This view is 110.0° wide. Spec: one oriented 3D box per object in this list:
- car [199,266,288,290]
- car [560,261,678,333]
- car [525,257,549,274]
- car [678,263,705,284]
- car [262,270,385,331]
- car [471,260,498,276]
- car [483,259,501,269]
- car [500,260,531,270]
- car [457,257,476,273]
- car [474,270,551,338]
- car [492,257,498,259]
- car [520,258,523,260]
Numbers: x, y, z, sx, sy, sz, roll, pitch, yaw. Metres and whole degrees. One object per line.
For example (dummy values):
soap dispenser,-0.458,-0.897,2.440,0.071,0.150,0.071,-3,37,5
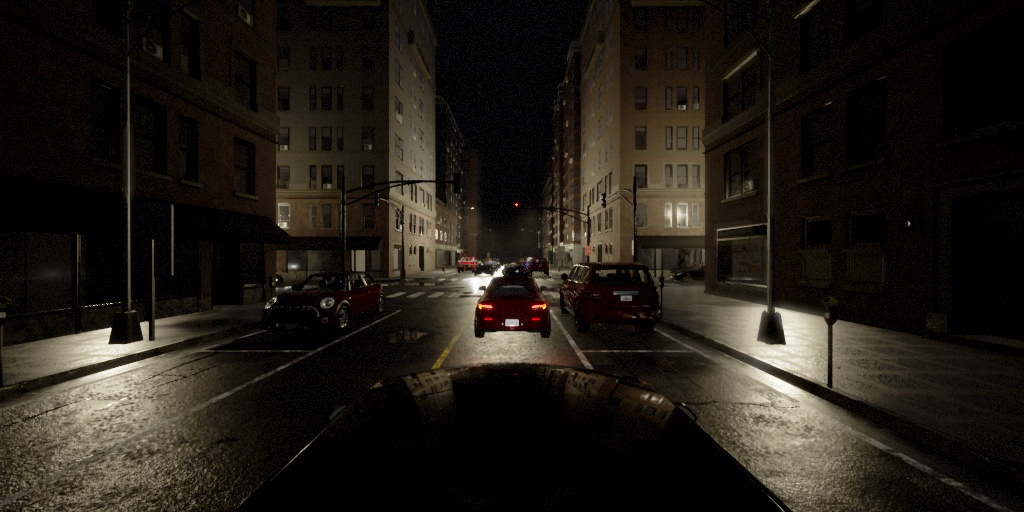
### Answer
car,-17.068,1.362,22.958,4.181,1.385,1.994,0,0,0
car,2.656,1.064,10.696,2.192,1.841,5.009,0,0,0
car,2.781,1.063,37.752,2.192,1.841,5.009,0,0,0
car,13.773,1.234,25.765,4.674,1.442,1.812,0,0,0
car,-5.369,1.189,10.714,1.967,1.591,4.097,0,0,0
car,-2.769,1.349,36.672,1.895,1.301,4.718,0,0,0
car,-2.743,1.348,46.679,1.895,1.301,4.718,0,0,0
car,0.290,1.313,33.772,1.994,1.385,4.181,0,0,-5
car,-5.326,1.062,43.274,2.192,1.841,5.009,0,0,0
car,0.025,1.276,10.053,1.812,1.442,4.674,0,0,1
car,-2.713,1.294,57.162,2.033,1.411,5.357,0,0,1
car,2.805,1.061,54.264,2.192,1.841,5.009,0,0,0
